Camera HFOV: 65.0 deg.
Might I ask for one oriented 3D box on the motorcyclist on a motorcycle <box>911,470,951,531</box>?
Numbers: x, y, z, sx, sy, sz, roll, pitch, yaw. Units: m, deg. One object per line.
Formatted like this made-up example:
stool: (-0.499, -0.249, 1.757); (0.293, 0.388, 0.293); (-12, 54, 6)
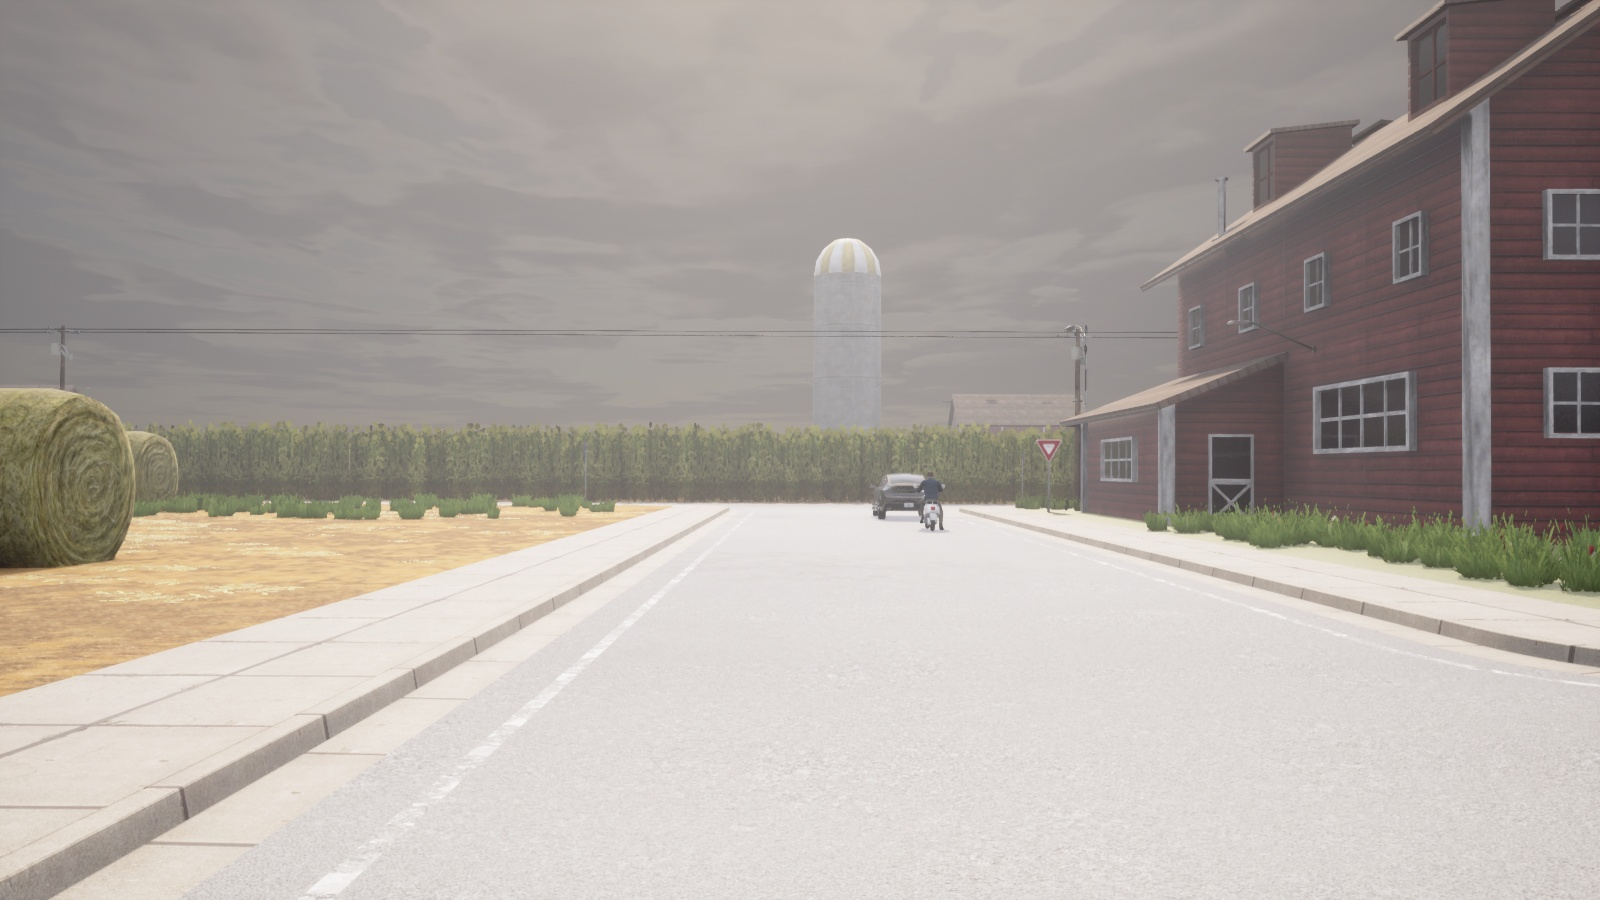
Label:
motorcyclist on a motorcycle: (3.492, 1.322, 33.611); (0.866, 1.590, 1.817); (0, -1, 0)

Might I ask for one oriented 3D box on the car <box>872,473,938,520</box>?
car: (3.489, 1.522, 42.494); (1.837, 1.490, 4.892); (0, -1, 0)
